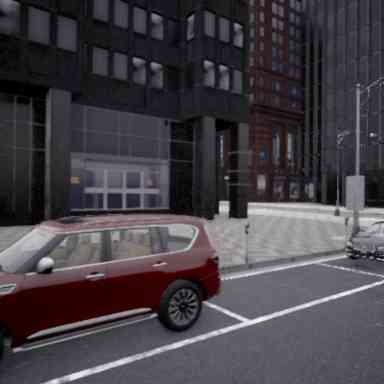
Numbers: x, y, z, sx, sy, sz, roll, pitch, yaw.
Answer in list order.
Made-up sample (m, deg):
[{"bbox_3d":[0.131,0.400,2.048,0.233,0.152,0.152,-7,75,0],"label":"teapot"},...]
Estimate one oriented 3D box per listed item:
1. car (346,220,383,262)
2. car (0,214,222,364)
[{"bbox_3d":[7.204,1.677,11.785,4.403,1.369,2.008,1,0,-35],"label":"car"},{"bbox_3d":[-1.769,1.331,5.385,5.009,1.841,2.192,1,0,-35],"label":"car"}]
